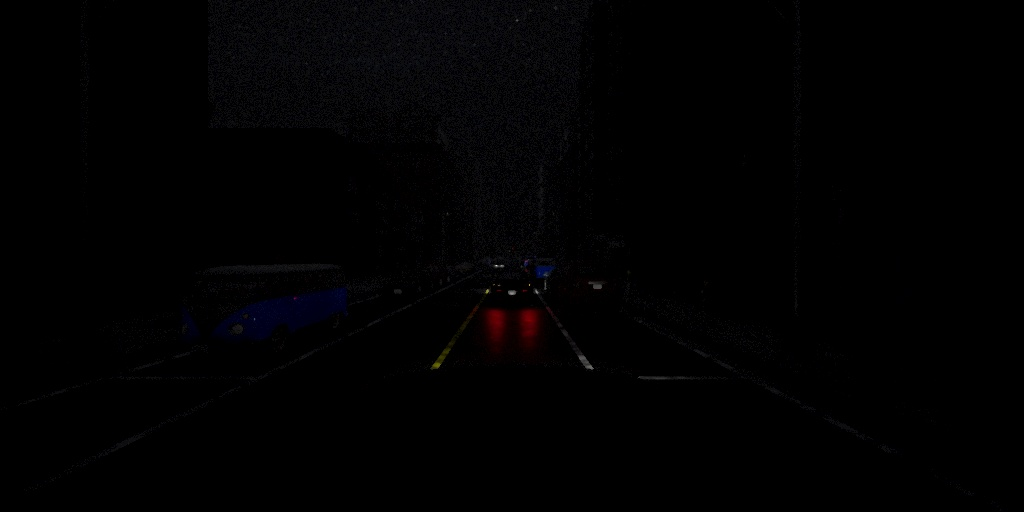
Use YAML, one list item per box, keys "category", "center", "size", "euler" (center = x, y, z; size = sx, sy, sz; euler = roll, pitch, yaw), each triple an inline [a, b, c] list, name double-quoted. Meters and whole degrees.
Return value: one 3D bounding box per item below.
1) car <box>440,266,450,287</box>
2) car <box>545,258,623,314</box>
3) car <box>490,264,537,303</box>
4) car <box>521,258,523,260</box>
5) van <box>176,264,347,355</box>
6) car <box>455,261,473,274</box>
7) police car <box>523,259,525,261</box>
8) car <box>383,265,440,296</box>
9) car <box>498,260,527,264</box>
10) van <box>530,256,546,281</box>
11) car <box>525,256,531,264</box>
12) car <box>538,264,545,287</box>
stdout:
- category: "car"
  center: [-5.403, 1.293, 24.541]
  size: [1.888, 1.381, 4.507]
  euler: [0, 0, 0]
- category: "car"
  center: [2.705, 1.063, 13.730]
  size: [2.192, 1.841, 5.009]
  euler: [0, 0, 0]
- category: "car"
  center: [0.000, 1.282, 16.500]
  size: [1.812, 1.442, 4.674]
  euler: [0, 0, 0]
- category: "car"
  center: [2.981, 0.973, 57.005]
  size: [2.150, 2.045, 5.566]
  euler: [0, 0, 0]
- category: "van"
  center: [-5.408, 1.089, 8.323]
  size: [1.690, 1.789, 3.998]
  euler: [0, 0, 0]
- category: "car"
  center: [-5.399, 1.272, 40.591]
  size: [1.751, 1.417, 4.829]
  euler: [0, 0, 0]
- category: "police car"
  center: [3.009, 1.170, 50.085]
  size: [1.930, 1.638, 5.238]
  euler: [0, 0, 0]
- category: "car"
  center: [-5.405, 1.314, 19.135]
  size: [1.948, 1.339, 4.313]
  euler: [0, 0, 0]
- category: "car"
  center: [0.000, 1.321, 31.500]
  size: [1.994, 1.385, 4.181]
  euler: [0, 0, 0]
- category: "van"
  center: [2.690, 1.088, 29.949]
  size: [1.690, 1.789, 3.998]
  euler: [0, 0, 0]
- category: "car"
  center: [2.685, 1.062, 35.356]
  size: [2.192, 1.841, 5.009]
  euler: [0, 0, 0]
- category: "car"
  center: [2.700, 1.298, 19.137]
  size: [2.007, 1.370, 4.403]
  euler: [0, 0, 0]
